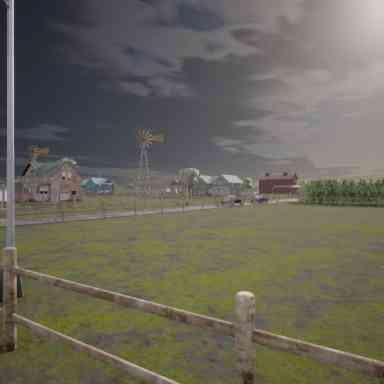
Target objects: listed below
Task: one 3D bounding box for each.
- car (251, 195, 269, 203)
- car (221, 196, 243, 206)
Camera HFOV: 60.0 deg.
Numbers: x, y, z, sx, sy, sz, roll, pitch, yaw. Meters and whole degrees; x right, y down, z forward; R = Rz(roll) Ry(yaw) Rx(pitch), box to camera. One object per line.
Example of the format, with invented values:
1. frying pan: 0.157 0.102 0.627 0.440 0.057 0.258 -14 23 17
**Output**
1. car: 11.945 1.255 58.699 1.812 1.442 4.674 -1 0 34
2. car: 6.111 1.273 50.109 2.128 1.511 4.902 -1 0 35
